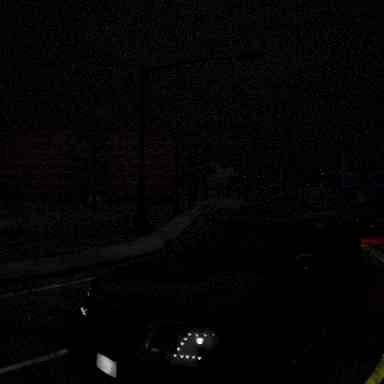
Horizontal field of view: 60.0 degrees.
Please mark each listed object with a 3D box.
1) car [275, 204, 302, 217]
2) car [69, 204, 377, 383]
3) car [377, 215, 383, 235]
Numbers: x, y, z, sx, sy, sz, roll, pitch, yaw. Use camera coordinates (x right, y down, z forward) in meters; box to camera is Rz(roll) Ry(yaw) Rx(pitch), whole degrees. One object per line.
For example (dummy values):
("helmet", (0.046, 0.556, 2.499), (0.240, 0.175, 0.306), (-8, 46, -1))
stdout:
("car", (10.788, 2.013, 37.443), (1.895, 1.301, 4.718), (0, -1, 3))
("car", (1.000, 1.278, 5.189), (2.150, 2.045, 5.566), (0, 0, 40))
("car", (9.997, 1.720, 20.692), (1.882, 1.535, 5.008), (0, 0, 4))
